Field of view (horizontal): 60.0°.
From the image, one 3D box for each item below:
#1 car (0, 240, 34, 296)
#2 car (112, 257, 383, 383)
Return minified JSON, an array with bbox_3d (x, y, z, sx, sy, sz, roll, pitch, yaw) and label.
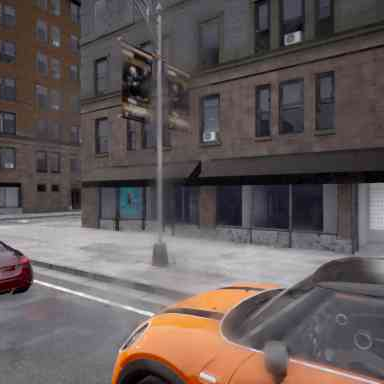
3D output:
[{"bbox_3d":[-5.482,1.564,7.582,4.181,1.385,1.994,0,0,36],"label":"car"},{"bbox_3d":[1.457,1.352,2.647,4.553,1.767,2.097,0,0,36],"label":"car"}]
